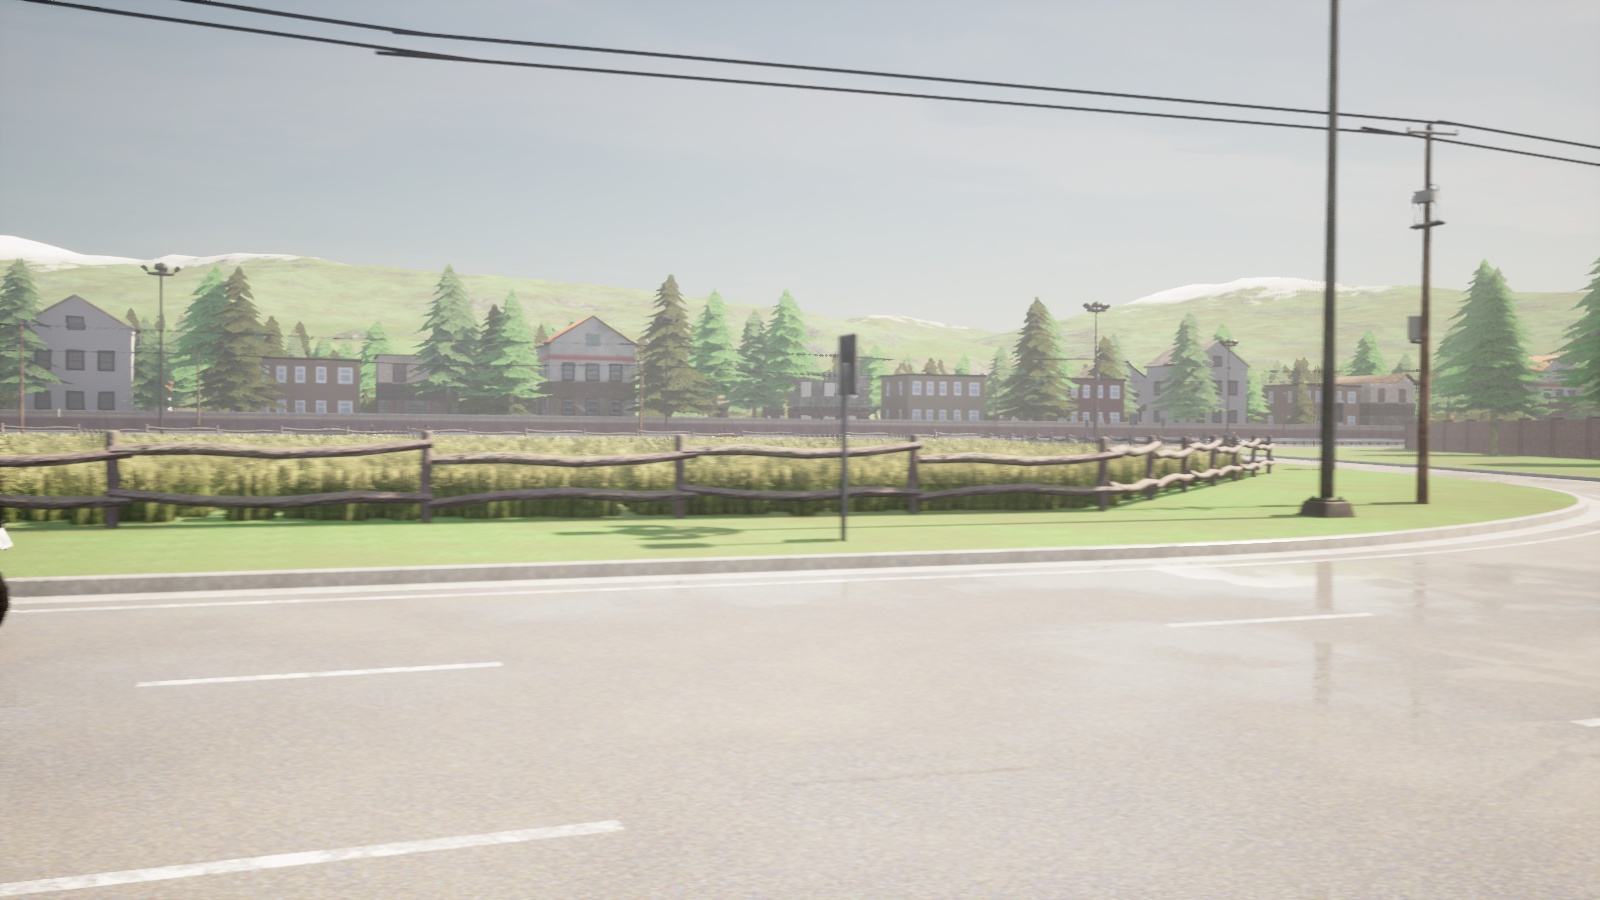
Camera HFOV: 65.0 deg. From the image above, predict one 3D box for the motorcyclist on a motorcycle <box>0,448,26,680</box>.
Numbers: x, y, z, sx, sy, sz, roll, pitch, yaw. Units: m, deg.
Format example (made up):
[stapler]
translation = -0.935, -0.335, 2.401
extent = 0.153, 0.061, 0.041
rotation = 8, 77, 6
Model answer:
[motorcyclist on a motorcycle]
translation = -6.469, 0.774, 8.271
extent = 2.191, 1.530, 0.866
rotation = -1, 1, -21
